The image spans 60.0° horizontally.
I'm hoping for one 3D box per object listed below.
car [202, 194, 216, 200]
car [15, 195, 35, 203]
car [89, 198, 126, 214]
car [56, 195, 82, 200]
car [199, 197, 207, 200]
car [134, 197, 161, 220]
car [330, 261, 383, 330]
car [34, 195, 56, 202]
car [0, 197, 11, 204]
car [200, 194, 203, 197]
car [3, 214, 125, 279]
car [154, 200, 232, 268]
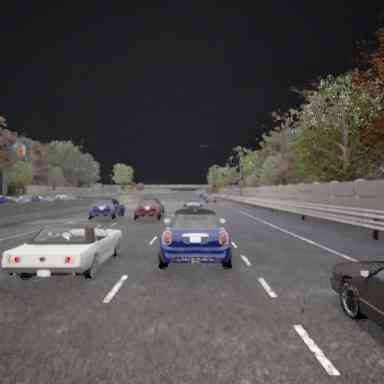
[{"bbox_3d":[3.488,1.366,62.855,1.994,1.385,4.181,0,0,0],"label":"car"},{"bbox_3d":[-24.572,1.223,49.971,2.097,1.767,4.553,0,0,0],"label":"car"},{"bbox_3d":[-6.905,1.277,27.522,2.097,1.767,4.553,0,0,0],"label":"car"},{"bbox_3d":[-17.580,1.227,48.635,2.097,1.767,4.553,0,0,0],"label":"car"},{"bbox_3d":[0.094,1.447,28.939,1.812,1.442,4.674,0,0,0],"label":"car"},{"bbox_3d":[-3.407,1.277,27.493,2.097,1.767,4.553,0,0,0],"label":"car"},{"bbox_3d":[3.625,1.489,4.186,2.033,1.411,5.357,0,0,1],"label":"car"},{"bbox_3d":[-21.077,1.363,49.854,2.128,1.511,4.902,0,0,0],"label":"car"},{"bbox_3d":[-28.068,1.401,48.006,1.812,1.442,4.674,0,0,0],"label":"car"},{"bbox_3d":[3.486,1.293,78.876,1.882,1.535,5.008,0,0,0],"label":"car"},{"bbox_3d":[-3.400,1.571,9.856,1.895,1.301,4.718,0,0,0],"label":"car"},{"bbox_3d":[0.095,1.319,11.247,2.097,1.767,4.553,0,0,0],"label":"car"}]
